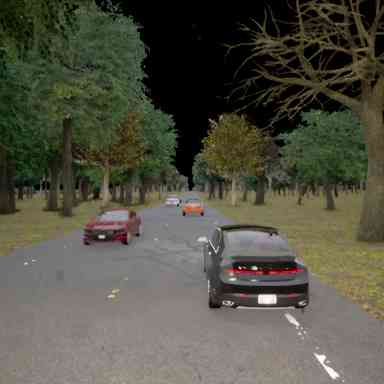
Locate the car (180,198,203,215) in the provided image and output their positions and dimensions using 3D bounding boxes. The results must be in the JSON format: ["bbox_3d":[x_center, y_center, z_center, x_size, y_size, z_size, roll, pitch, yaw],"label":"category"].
[{"bbox_3d":[0.144,1.521,35.704,2.097,1.767,4.553,0,0,0],"label":"car"}]

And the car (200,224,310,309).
[{"bbox_3d":[1.240,1.517,7.880,1.837,1.490,4.892,0,0,0],"label":"car"}]

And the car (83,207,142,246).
[{"bbox_3d":[-3.568,1.514,15.679,1.882,1.535,5.008,0,0,0],"label":"car"}]

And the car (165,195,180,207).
[{"bbox_3d":[-3.458,1.591,59.447,2.150,2.045,5.566,0,-1,1],"label":"car"}]

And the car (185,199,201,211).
[{"bbox_3d":[0.127,1.757,46.965,2.128,1.511,4.902,0,0,1],"label":"car"}]

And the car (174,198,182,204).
[{"bbox_3d":[-3.344,2.113,80.488,1.895,1.301,4.718,0,0,0],"label":"car"}]
